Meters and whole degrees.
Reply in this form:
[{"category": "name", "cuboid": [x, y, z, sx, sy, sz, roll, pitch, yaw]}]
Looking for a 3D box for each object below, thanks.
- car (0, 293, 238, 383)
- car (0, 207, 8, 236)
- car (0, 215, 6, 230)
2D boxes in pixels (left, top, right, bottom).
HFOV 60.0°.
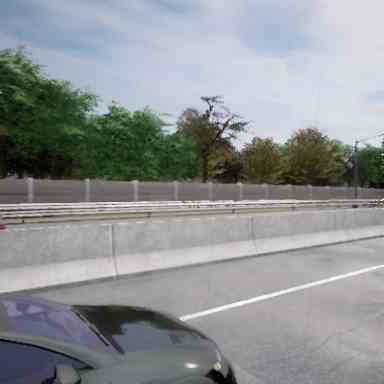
[{"category": "car", "cuboid": [-1.625, 1.564, 2.588, 4.181, 1.385, 1.994, 0, 0, -35]}, {"category": "car", "cuboid": [-12.392, 1.547, 16.650, 5.357, 1.411, 2.033, 0, 0, -36]}, {"category": "car", "cuboid": [-10.483, 1.601, 13.713, 4.718, 1.301, 1.895, 0, 0, -35]}]
